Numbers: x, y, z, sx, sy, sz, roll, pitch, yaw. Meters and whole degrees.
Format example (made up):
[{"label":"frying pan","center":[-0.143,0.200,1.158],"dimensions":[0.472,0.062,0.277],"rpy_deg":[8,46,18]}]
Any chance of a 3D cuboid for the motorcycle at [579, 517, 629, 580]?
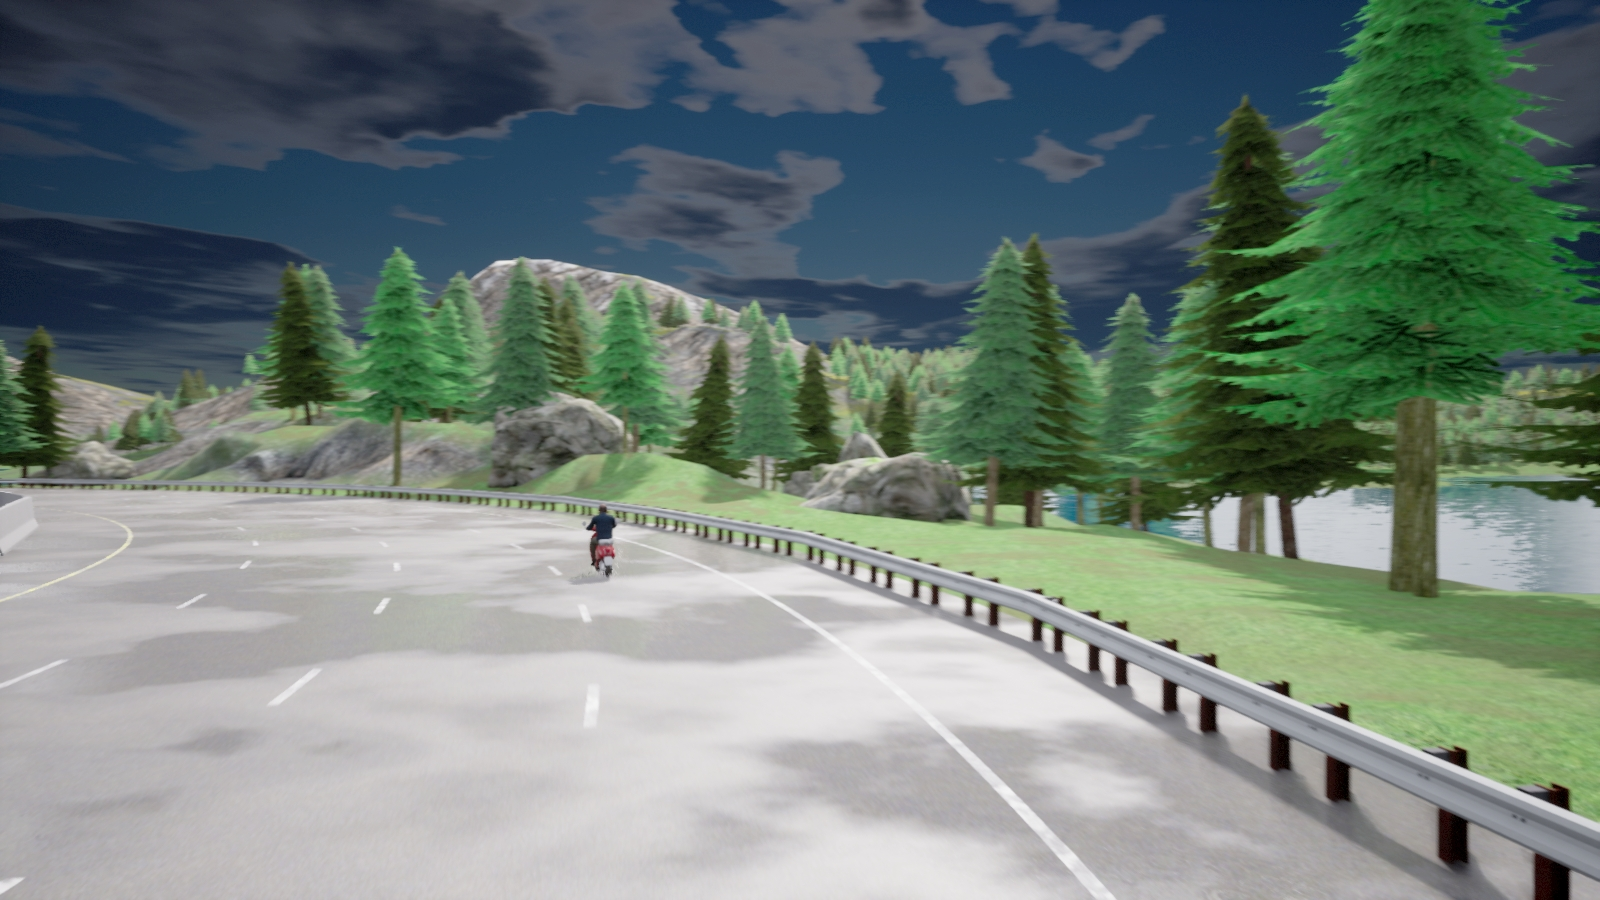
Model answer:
[{"label":"motorcycle","center":[-4.444,2.201,25.784],"dimensions":[0.856,1.236,1.805],"rpy_deg":[-1,0,-18]}]
